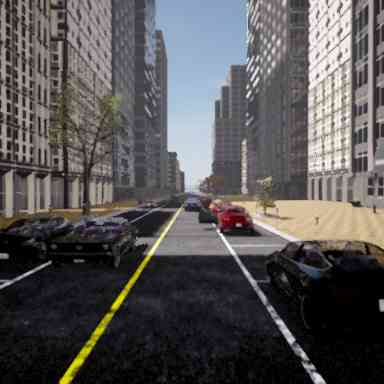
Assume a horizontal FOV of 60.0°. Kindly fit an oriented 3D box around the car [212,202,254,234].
[{"bbox_3d":[2.361,1.500,19.100,1.812,1.442,4.674,0,0,0],"label":"car"}]

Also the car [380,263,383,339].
[{"bbox_3d":[2.682,1.439,0.909,1.967,1.590,4.097,-1,0,0],"label":"car"}]

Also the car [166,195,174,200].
[{"bbox_3d":[-5.659,1.448,85.534,1.802,1.307,4.206,-1,0,0],"label":"car"}]

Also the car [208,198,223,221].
[{"bbox_3d":[2.695,1.505,29.123,1.887,1.381,4.507,-1,0,0],"label":"car"}]

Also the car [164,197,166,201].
[{"bbox_3d":[-5.662,1.403,79.723,1.752,1.417,4.829,-1,0,0],"label":"car"}]

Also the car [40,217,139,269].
[{"bbox_3d":[-3.096,1.586,11.330,1.895,1.301,4.718,0,0,0],"label":"car"}]

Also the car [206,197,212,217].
[{"bbox_3d":[2.698,1.477,34.936,1.752,1.417,4.829,-1,0,0],"label":"car"}]

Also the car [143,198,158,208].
[{"bbox_3d":[-5.677,1.485,46.044,2.008,1.369,4.403,-1,0,0],"label":"car"}]

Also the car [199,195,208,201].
[{"bbox_3d":[2.719,1.428,79.908,2.008,1.369,4.403,-1,0,0],"label":"car"}]

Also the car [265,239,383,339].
[{"bbox_3d":[2.686,1.557,6.552,1.947,1.339,4.313,-1,0,0],"label":"car"}]

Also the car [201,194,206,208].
[{"bbox_3d":[2.708,1.461,57.337,1.887,1.381,4.507,-1,0,0],"label":"car"}]

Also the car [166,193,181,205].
[{"bbox_3d":[-2.976,1.402,57.416,1.882,1.535,5.008,0,0,0],"label":"car"}]

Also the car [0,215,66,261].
[{"bbox_3d":[-5.693,1.550,12.196,1.947,1.339,4.313,-1,0,0],"label":"car"}]

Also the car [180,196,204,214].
[{"bbox_3d":[0.036,1.492,39.493,2.033,1.411,5.357,0,0,1],"label":"car"}]
